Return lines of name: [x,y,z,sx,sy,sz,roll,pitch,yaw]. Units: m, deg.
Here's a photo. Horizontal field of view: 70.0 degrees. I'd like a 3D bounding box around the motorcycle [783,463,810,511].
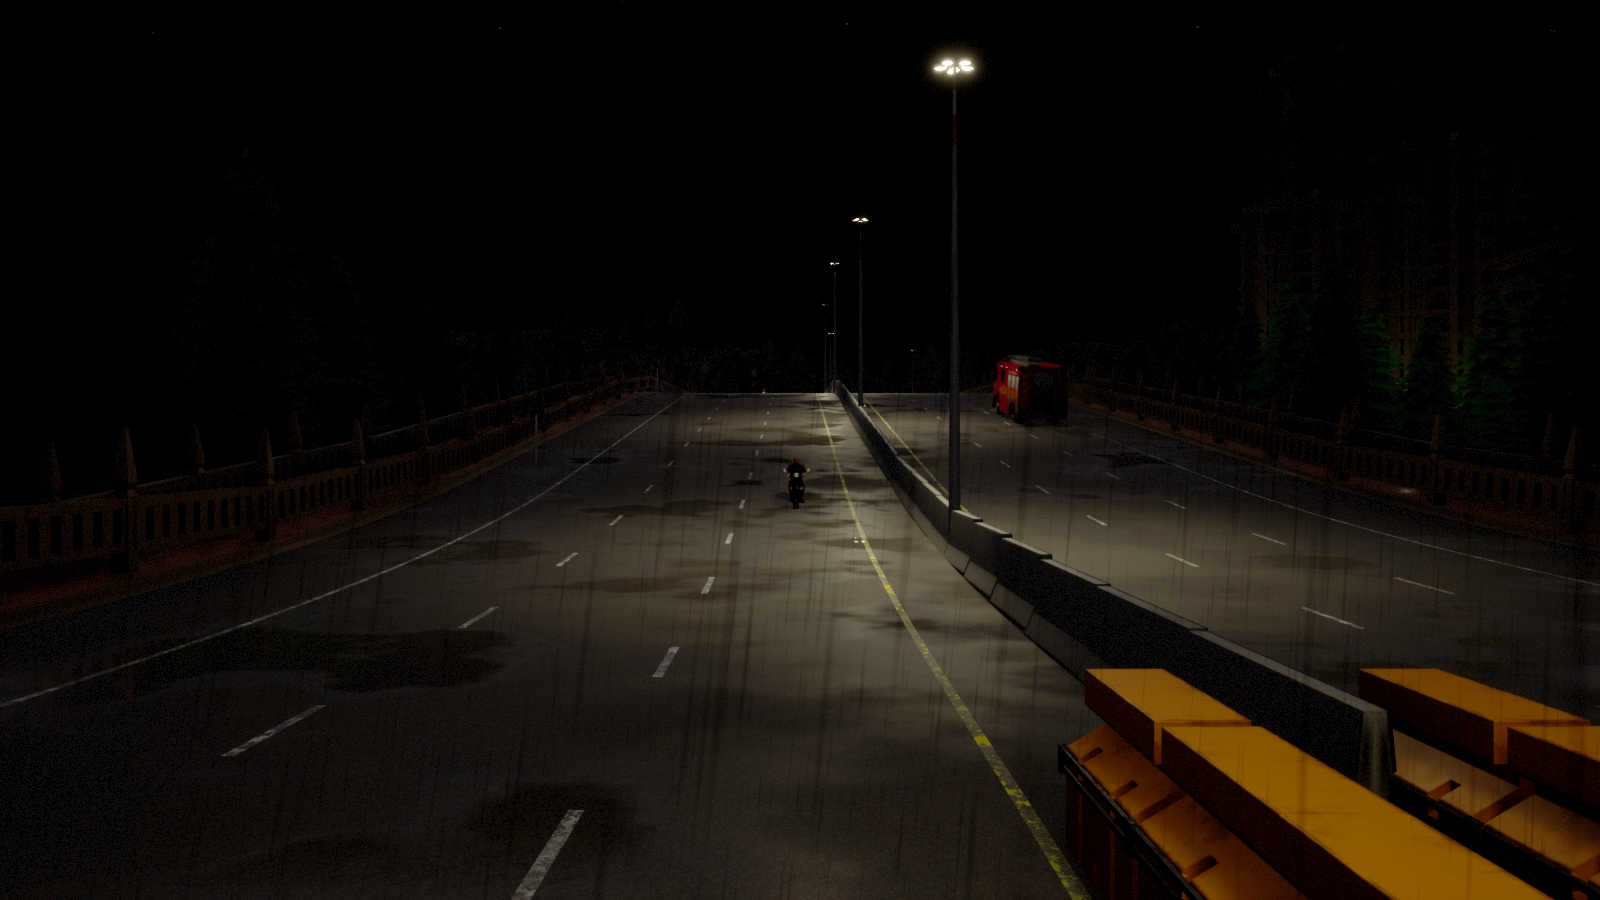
motorcycle: [-0.112,1.149,36.268,0.856,1.316,1.805,0,5,0]
